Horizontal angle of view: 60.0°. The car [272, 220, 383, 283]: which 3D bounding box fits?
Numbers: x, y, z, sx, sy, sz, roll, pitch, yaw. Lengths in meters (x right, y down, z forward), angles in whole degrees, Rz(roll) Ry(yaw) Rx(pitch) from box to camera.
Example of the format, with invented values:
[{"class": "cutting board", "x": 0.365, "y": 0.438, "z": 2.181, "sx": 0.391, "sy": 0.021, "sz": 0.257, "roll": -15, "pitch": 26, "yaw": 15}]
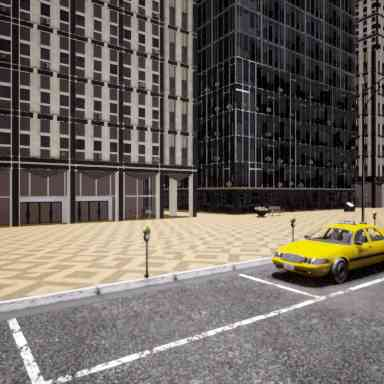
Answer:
[{"class": "car", "x": 4.366, "y": 1.526, "z": 9.631, "sx": 4.829, "sy": 1.417, "sz": 1.752, "roll": 0, "pitch": 0, "yaw": -35}]
